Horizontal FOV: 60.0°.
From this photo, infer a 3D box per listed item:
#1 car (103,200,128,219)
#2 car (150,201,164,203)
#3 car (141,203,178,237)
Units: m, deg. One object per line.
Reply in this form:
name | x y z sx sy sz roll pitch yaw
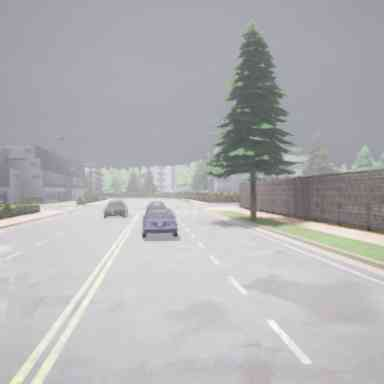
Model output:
car | -6.829 1.549 30.073 1.837 1.490 4.892 0 0 -6
car | -3.187 1.561 30.261 2.033 1.411 5.357 0 0 -7
car | -1.767 1.554 18.103 2.033 1.411 5.357 0 0 -7
